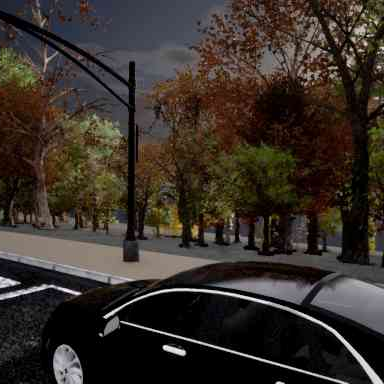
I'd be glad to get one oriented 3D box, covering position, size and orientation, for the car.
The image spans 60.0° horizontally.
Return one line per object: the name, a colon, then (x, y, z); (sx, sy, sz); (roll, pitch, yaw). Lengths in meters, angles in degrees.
car: (0.398, 1.505, 3.391); (4.892, 1.490, 1.837); (0, 0, 36)
